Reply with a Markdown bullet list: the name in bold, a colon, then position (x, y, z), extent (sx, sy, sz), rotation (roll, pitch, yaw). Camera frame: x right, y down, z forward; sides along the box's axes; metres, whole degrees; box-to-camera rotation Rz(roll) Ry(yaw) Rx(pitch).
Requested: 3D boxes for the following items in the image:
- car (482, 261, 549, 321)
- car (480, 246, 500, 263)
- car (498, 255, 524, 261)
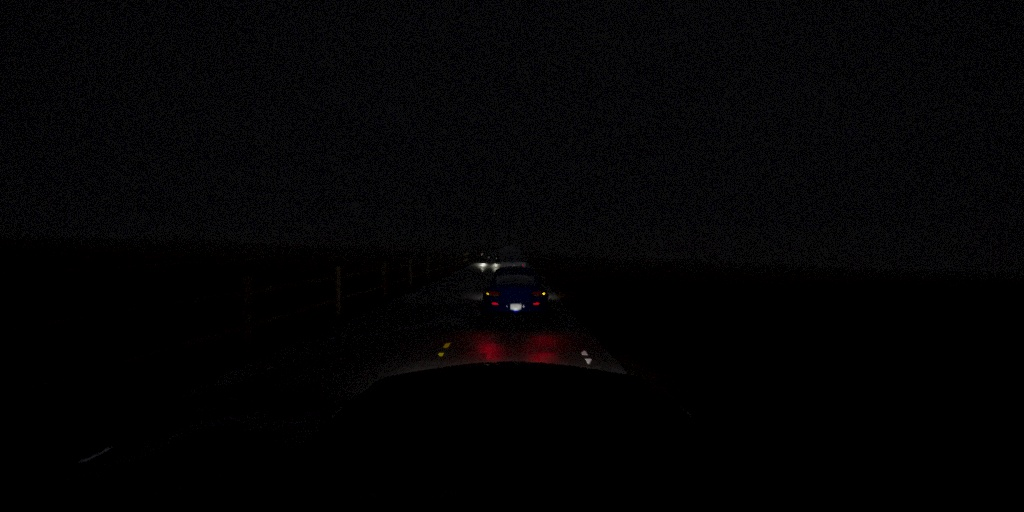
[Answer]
- **car**: position (0.096, 1.049, 11.280), extent (1.812, 1.442, 4.674), rotation (0, 1, 0)
- **car**: position (-2.731, -0.280, 45.327), extent (2.150, 2.045, 5.566), rotation (0, 2, 1)
- **car**: position (0.146, 0.652, 28.461), extent (1.895, 1.301, 4.718), rotation (0, 2, 0)
